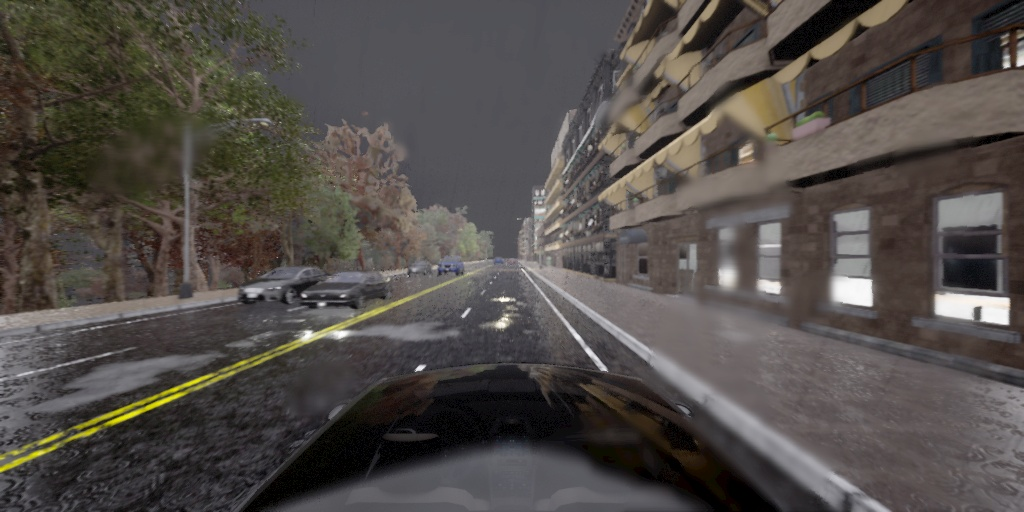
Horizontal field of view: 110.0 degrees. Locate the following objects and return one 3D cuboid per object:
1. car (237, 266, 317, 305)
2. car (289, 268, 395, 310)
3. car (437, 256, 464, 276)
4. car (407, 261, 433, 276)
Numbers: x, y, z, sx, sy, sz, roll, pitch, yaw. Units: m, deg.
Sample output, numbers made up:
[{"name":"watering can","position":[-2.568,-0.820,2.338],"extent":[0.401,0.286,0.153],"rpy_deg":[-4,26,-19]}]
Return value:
[{"name":"car","position":[-9.822,1.229,16.031],"extent":[2.128,1.511,4.902],"rpy_deg":[0,0,0]},{"name":"car","position":[-6.579,1.297,15.073],"extent":[2.033,1.411,5.357],"rpy_deg":[0,0,0]},{"name":"car","position":[-6.473,1.002,38.598],"extent":[2.150,2.045,5.566],"rpy_deg":[0,0,0]},{"name":"car","position":[-9.727,1.277,38.344],"extent":[2.128,1.511,4.902],"rpy_deg":[0,0,0]}]
